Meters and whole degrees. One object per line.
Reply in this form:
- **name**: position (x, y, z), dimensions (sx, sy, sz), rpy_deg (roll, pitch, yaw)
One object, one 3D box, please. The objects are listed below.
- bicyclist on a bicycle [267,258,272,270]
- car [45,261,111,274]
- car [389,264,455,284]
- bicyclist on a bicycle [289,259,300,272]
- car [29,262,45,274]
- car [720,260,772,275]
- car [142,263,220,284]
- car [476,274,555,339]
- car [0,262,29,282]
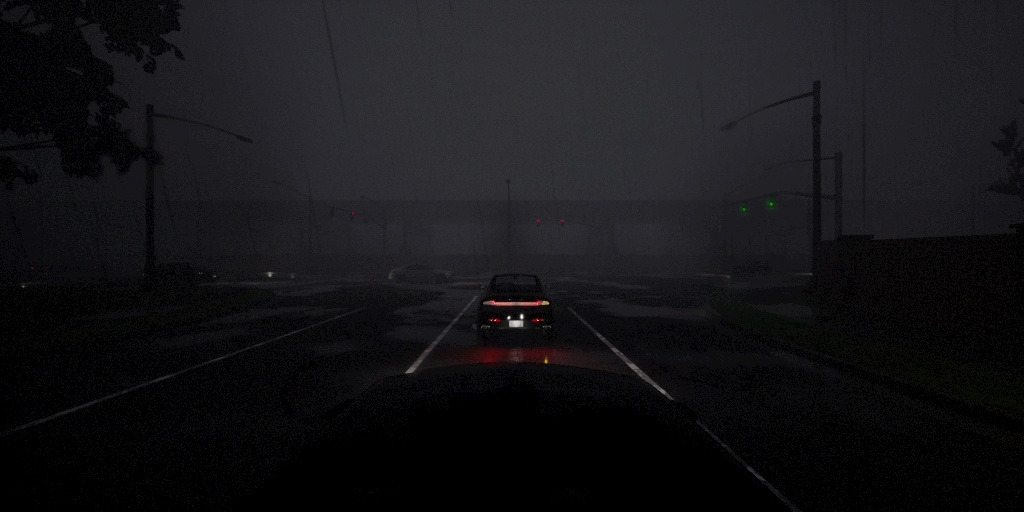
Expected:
- **bicyclist on a bicycle**: position (-31.608, 1.050, 46.765), dimensions (0.582, 1.620, 1.656), rpy_deg (0, 0, -33)
- **car**: position (-49.669, 1.297, 41.404), dimensions (5.357, 1.411, 2.033), rpy_deg (0, 0, 2)
- **car**: position (-6.551, 1.268, 26.147), dimensions (4.674, 1.442, 1.812), rpy_deg (0, 0, 2)
- **bicyclist on a bicycle**: position (-27.055, 1.203, 44.677), dimensions (0.582, 1.620, 1.656), rpy_deg (0, 0, 14)
- **car**: position (-52.512, 1.297, 38.078), dimensions (5.357, 1.411, 2.033), rpy_deg (0, 0, 2)
- **car**: position (23.495, 1.140, 36.052), dimensions (4.674, 1.442, 1.812), rpy_deg (-1, 0, 2)
- **car**: position (-24.490, 1.242, 26.635), dimensions (4.902, 1.511, 2.128), rpy_deg (0, 0, 2)
- **car**: position (0.094, 1.242, 10.117), dimensions (2.128, 1.511, 4.902), rpy_deg (0, 0, 0)
- **car**: position (-40.457, 1.270, 27.153), dimensions (5.008, 1.535, 1.882), rpy_deg (0, 0, 2)
